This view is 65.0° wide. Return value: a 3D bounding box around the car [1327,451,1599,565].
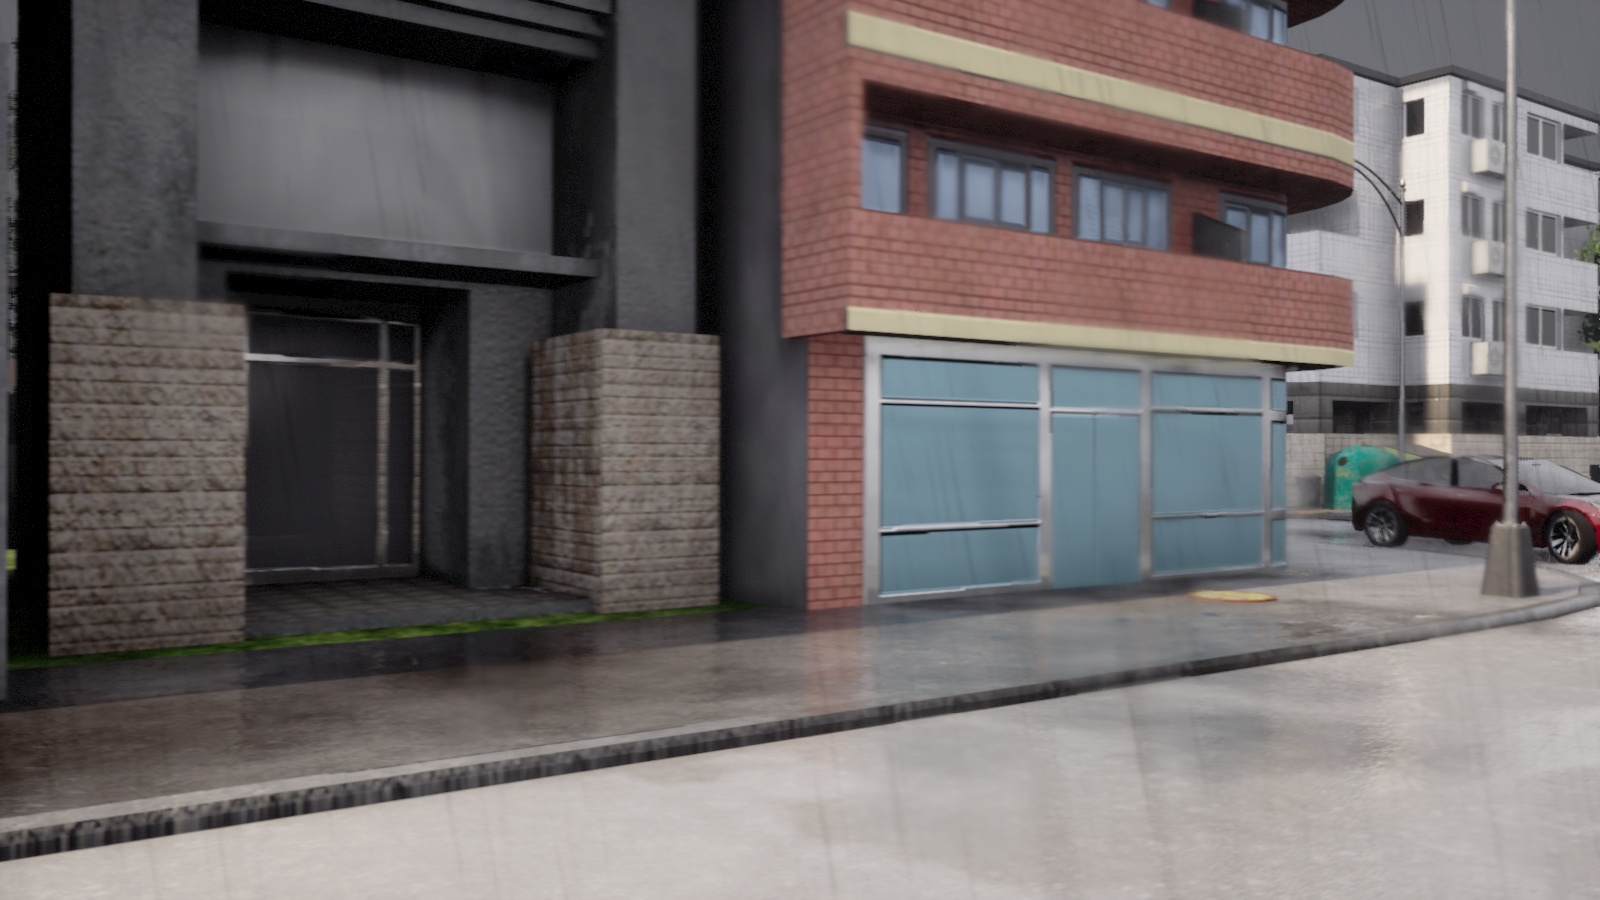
[{"bbox_3d":[10.578,0.769,18.780,2.163,1.488,4.792,0,0,-23],"label":"car"}]
